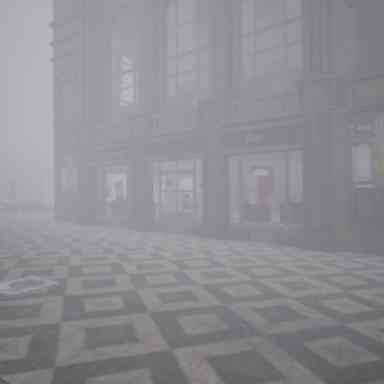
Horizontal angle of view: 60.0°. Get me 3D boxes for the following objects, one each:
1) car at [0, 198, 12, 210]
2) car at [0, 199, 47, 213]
[{"bbox_3d":[-23.527,1.450,38.465,2.008,1.369,4.403,-1,-1,35],"label":"car"},{"bbox_3d":[-16.588,1.386,33.514,1.947,1.339,4.313,-1,-1,35],"label":"car"}]
